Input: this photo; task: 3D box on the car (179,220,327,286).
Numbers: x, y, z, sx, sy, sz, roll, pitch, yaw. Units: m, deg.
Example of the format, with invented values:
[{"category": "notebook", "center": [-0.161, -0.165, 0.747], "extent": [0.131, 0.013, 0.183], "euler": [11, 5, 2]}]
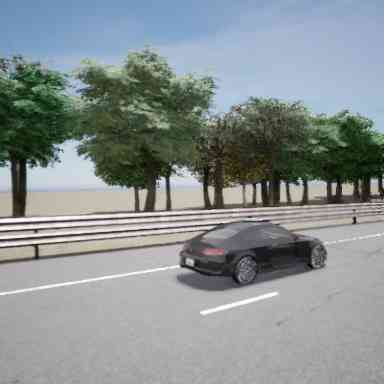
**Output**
[{"category": "car", "center": [1.824, 1.519, 9.346], "extent": [4.674, 1.442, 1.812], "euler": [0, 0, -35]}]
